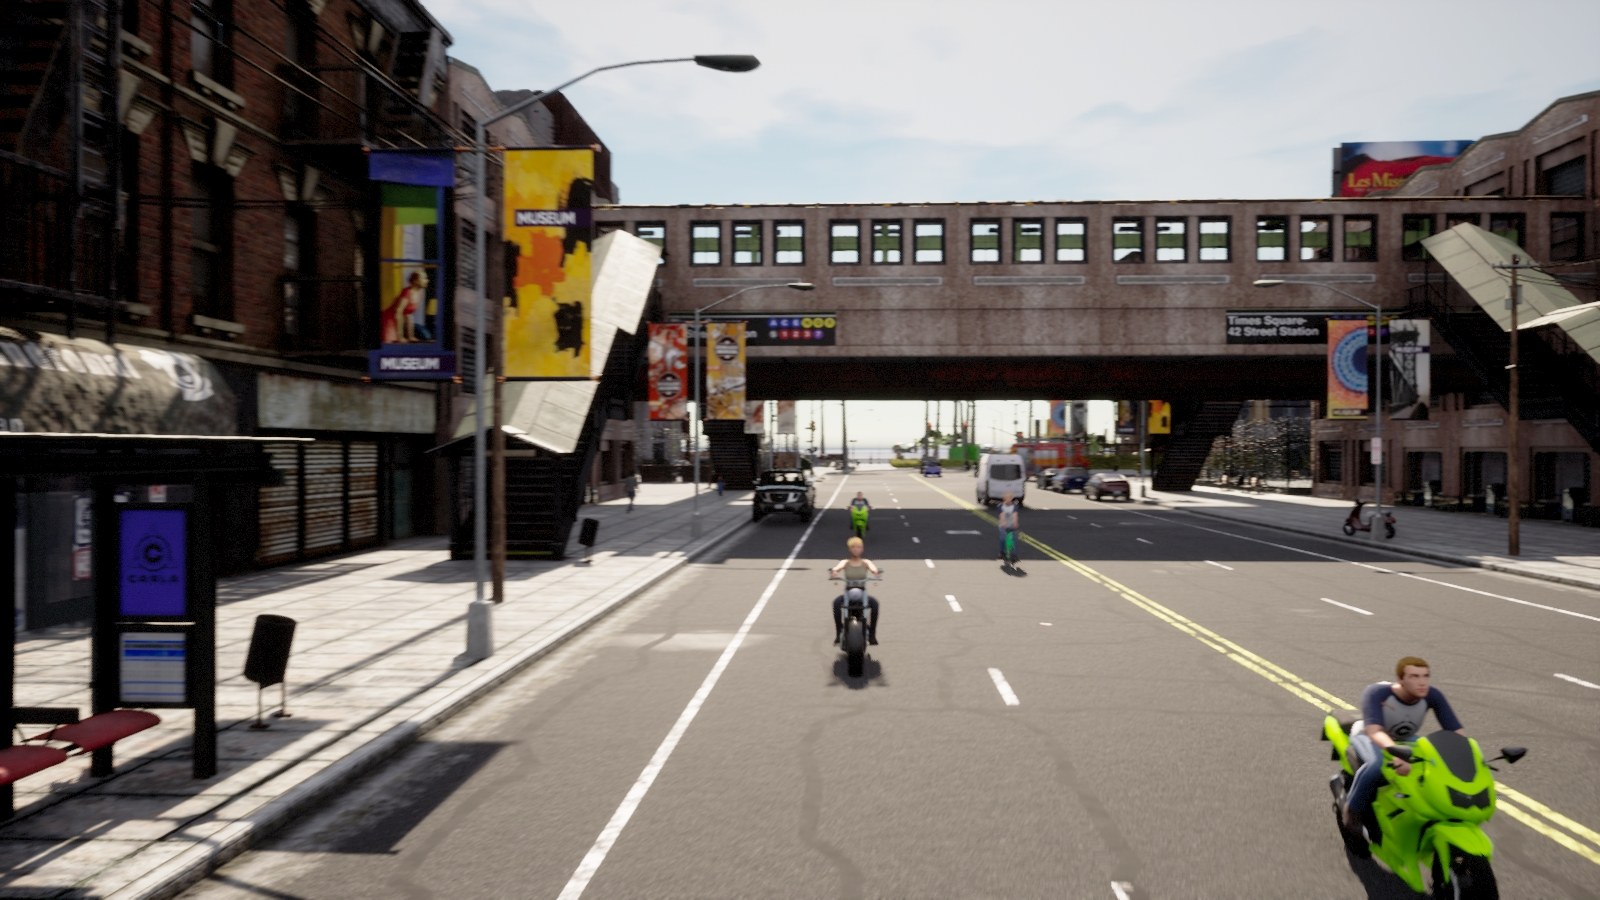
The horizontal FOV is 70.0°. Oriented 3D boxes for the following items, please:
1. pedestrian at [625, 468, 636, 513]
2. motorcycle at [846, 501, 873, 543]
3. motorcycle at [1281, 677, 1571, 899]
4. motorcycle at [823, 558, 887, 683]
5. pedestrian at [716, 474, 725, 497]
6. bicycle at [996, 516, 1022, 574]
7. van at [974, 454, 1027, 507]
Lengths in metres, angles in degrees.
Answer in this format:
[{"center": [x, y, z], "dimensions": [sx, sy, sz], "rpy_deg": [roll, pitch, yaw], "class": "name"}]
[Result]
[{"center": [-7.015, 1.678, 47.302], "dimensions": [0.375, 1.860, 0.375], "rpy_deg": [0, 0, 9], "class": "pedestrian"}, {"center": [1.835, 2.203, 35.133], "dimensions": [0.803, 1.145, 2.033], "rpy_deg": [0, 0, 3], "class": "motorcycle"}, {"center": [3.812, 2.213, 7.197], "dimensions": [0.803, 1.145, 2.033], "rpy_deg": [0, 0, 3], "class": "motorcycle"}, {"center": [0.729, 2.165, 14.979], "dimensions": [0.764, 1.277, 2.356], "rpy_deg": [0, 0, 3], "class": "motorcycle"}, {"center": [-4.388, 1.954, 63.089], "dimensions": [0.375, 1.300, 0.375], "rpy_deg": [0, 0, 9], "class": "pedestrian"}, {"center": [4.880, 2.201, 26.708], "dimensions": [0.373, 1.196, 1.643], "rpy_deg": [0, 0, 3], "class": "bicycle"}, {"center": [10.249, 1.524, 58.823], "dimensions": [1.988, 2.561, 5.915], "rpy_deg": [0, 0, 3], "class": "van"}]
